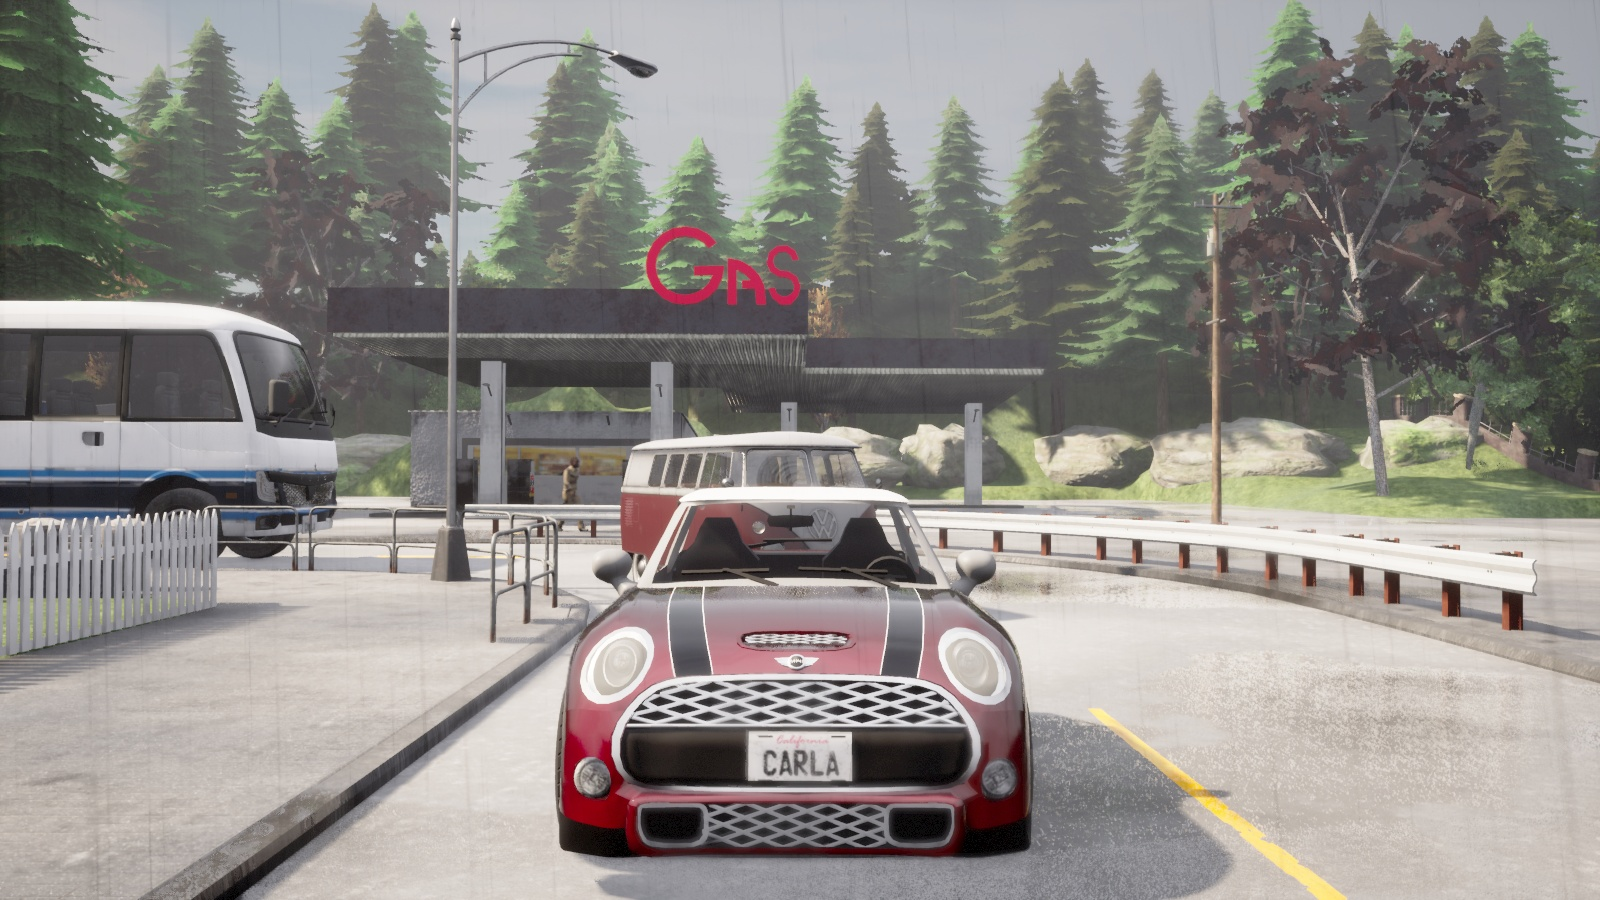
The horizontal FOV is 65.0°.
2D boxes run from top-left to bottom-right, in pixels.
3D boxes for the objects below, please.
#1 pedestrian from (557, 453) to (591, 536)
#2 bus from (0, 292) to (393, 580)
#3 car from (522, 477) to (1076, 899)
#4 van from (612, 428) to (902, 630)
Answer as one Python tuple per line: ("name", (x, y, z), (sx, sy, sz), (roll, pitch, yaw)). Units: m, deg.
("pedestrian", (-5.273, 1.037, 29.357), (0.692, 1.930, 0.396), (-1, -1, 32))
("bus", (-12.446, -0.167, 20.585), (10.273, 4.253, 3.944), (0, -1, 0))
("car", (-0.025, 0.887, 6.378), (1.970, 1.475, 3.806), (0, -1, -1))
("van", (-0.697, 0.818, 14.748), (1.775, 1.987, 4.442), (0, -1, -25))
